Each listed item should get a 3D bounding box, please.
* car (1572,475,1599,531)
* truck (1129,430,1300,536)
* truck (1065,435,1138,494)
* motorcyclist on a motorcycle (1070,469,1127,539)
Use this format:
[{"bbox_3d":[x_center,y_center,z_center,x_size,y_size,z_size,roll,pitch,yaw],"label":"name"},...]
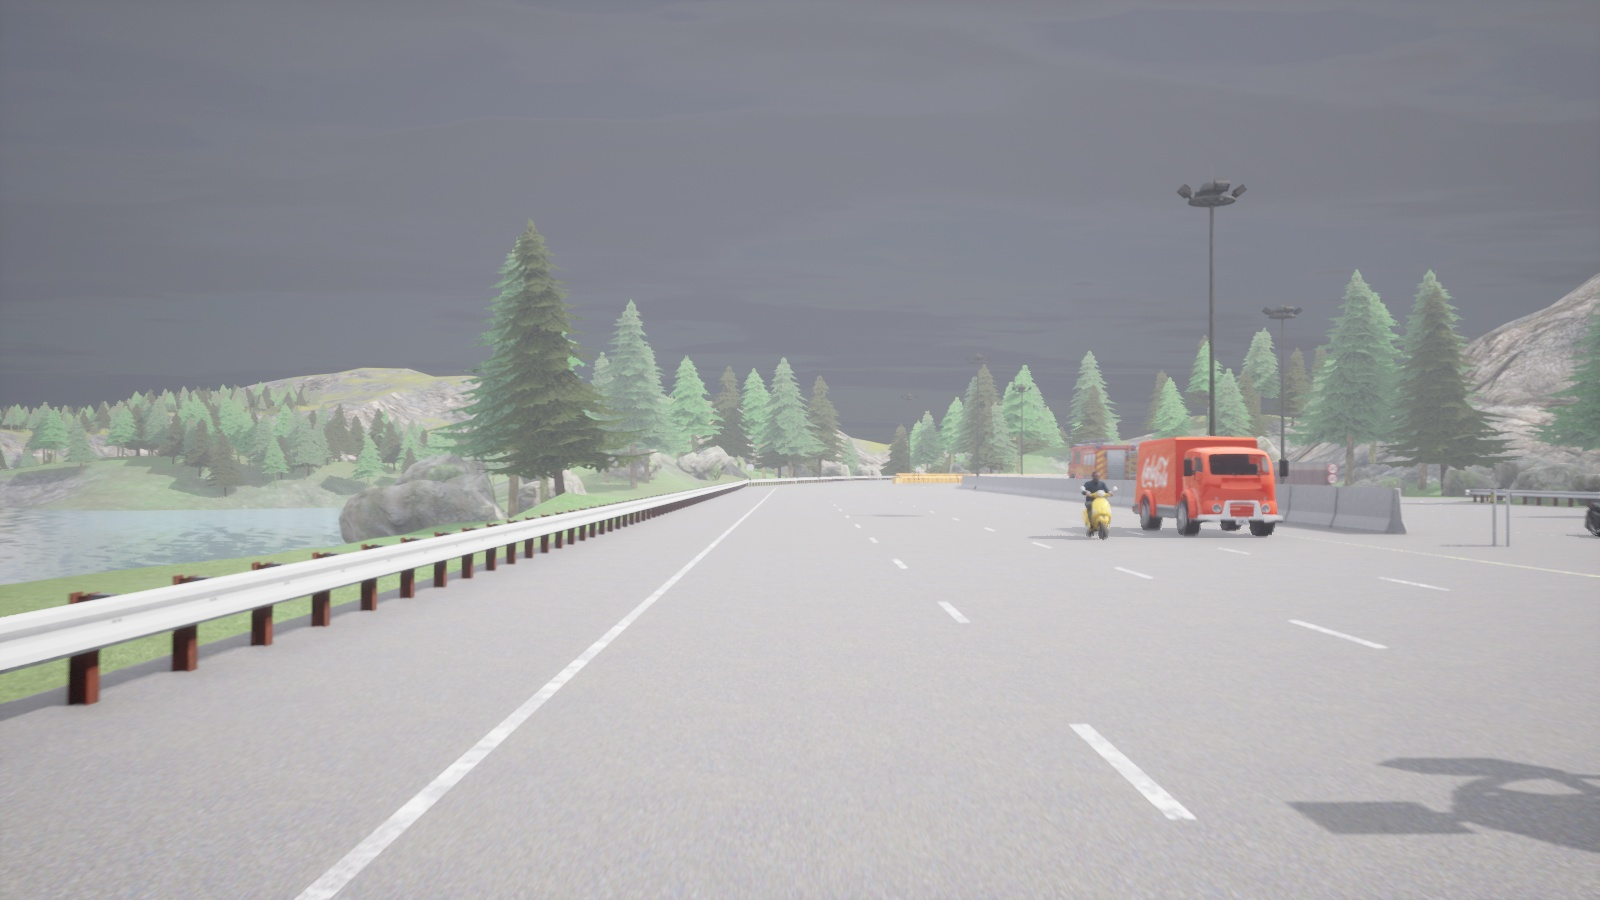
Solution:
[{"bbox_3d":[20.929,1.302,30.305,1.994,1.385,4.181,0,-1,0],"label":"car"},{"bbox_3d":[10.423,0.827,32.145,2.627,2.467,5.204,0,-1,0],"label":"truck"},{"bbox_3d":[20.724,1.021,86.846,2.891,3.827,8.468,0,-1,0],"label":"truck"},{"bbox_3d":[6.931,1.230,29.262,0.866,1.590,1.817,0,-1,0],"label":"motorcyclist on a motorcycle"}]
